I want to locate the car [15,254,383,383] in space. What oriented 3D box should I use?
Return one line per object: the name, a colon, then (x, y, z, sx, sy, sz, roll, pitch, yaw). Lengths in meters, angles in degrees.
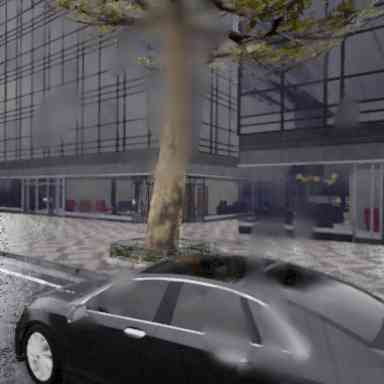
car: (-0.012, 1.492, 3.739, 4.892, 1.490, 1.837, -1, -1, 33)
